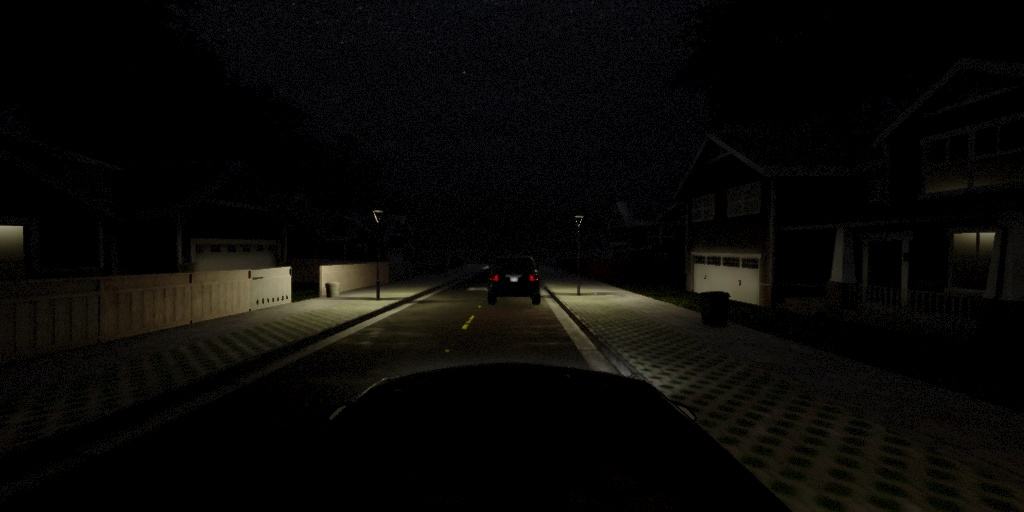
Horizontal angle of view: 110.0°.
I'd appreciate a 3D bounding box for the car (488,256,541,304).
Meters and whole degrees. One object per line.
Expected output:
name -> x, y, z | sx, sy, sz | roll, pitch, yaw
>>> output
car -> 0.102, 0.999, 16.496 | 2.150, 2.045, 5.566 | 0, 0, 0
